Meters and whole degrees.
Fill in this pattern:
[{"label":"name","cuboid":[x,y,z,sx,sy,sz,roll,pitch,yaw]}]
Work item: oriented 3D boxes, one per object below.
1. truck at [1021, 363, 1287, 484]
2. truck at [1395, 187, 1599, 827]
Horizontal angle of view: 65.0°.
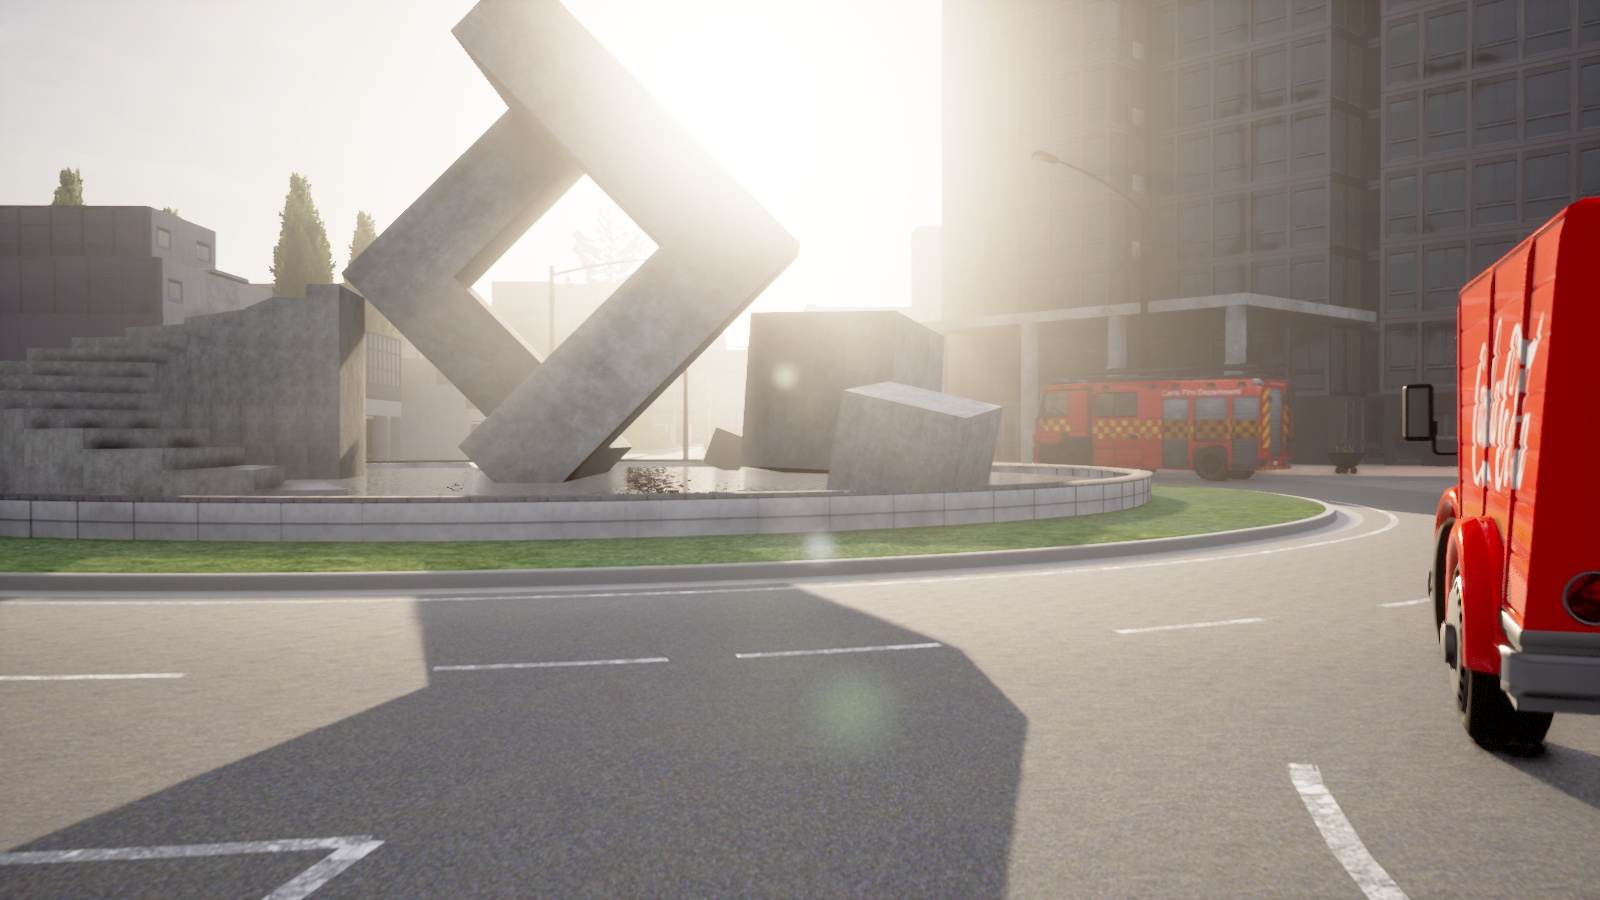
[{"label":"truck","cuboid":[12.153,-0.882,43.758,8.468,3.827,2.891,1,1,40]},{"label":"truck","cuboid":[4.897,0.189,6.912,2.627,2.467,5.204,0,1,22]}]
